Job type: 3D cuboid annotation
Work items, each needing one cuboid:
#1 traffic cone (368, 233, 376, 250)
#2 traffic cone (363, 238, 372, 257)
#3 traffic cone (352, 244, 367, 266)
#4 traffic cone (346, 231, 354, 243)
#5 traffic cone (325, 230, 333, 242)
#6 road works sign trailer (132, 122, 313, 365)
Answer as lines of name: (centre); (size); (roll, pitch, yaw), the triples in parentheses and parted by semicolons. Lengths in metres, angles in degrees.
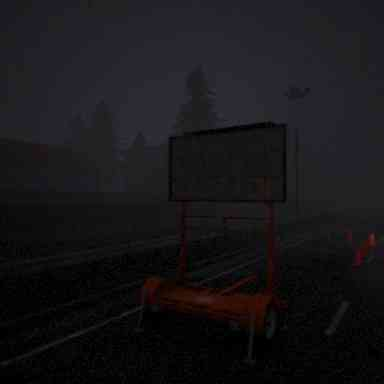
traffic cone: (7.839, 2.266, 14.760); (0.340, 0.580, 0.340); (-1, -1, 32)
traffic cone: (6.765, 2.231, 13.073); (0.340, 0.580, 0.340); (-1, -1, 32)
traffic cone: (5.691, 2.195, 11.386); (0.340, 0.580, 0.340); (-1, -1, 32)
traffic cone: (8.069, 2.310, 16.984); (0.340, 0.580, 0.340); (-1, -1, 32)
traffic cone: (7.225, 2.318, 17.520); (0.340, 0.580, 0.340); (-1, -1, 32)
road works sign trailer: (0.683, 0.591, 6.309); (2.380, 3.560, 2.880); (-1, -1, 32)
